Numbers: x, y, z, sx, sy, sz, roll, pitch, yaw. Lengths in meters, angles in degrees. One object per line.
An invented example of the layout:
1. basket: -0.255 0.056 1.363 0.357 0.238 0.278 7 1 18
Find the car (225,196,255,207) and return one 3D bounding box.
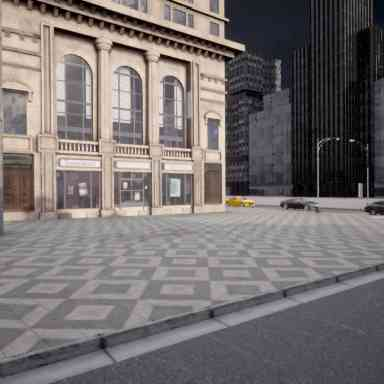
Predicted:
1. car: 6.680 1.372 47.063 1.882 1.535 5.008 -1 1 -34

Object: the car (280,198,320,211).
1. car: 12.460 1.415 38.513 2.128 1.511 4.902 -1 0 -34

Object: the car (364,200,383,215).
1. car: 18.133 1.477 30.169 1.812 1.442 4.674 -1 0 -34
